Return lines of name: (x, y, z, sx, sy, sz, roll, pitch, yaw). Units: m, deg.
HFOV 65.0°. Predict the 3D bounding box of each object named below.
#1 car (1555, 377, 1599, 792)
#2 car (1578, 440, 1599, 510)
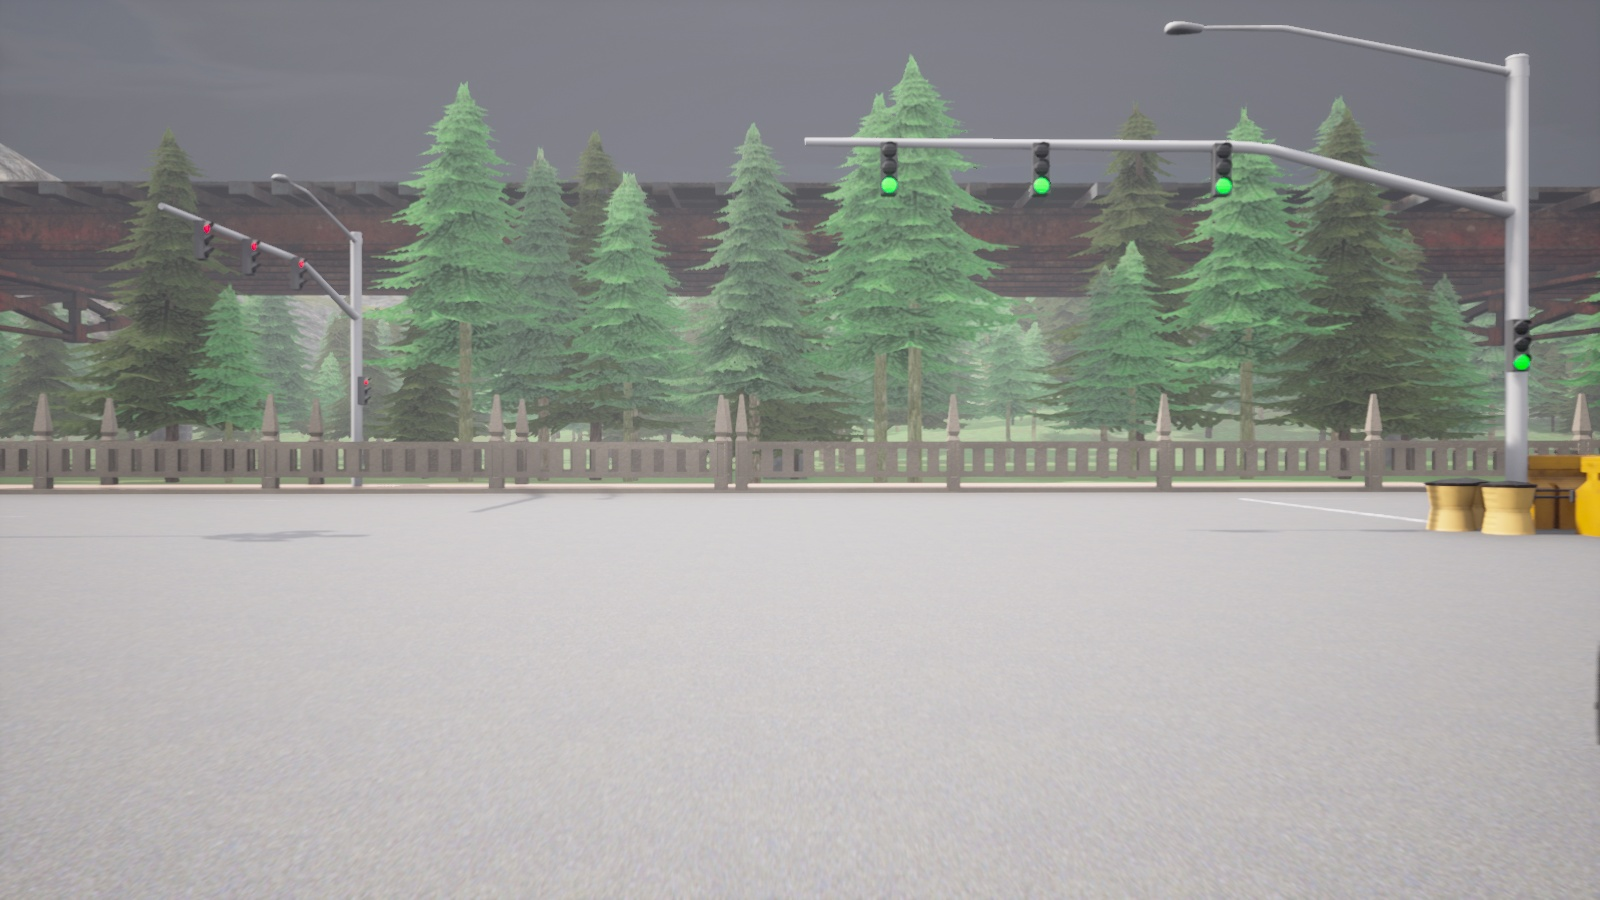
car: (4.116, 0.587, 3.377, 2.097, 1.767, 4.553, 0, 0, 10)
car: (19.670, 0.565, 27.867, 3.705, 1.549, 1.789, 0, 0, -1)
